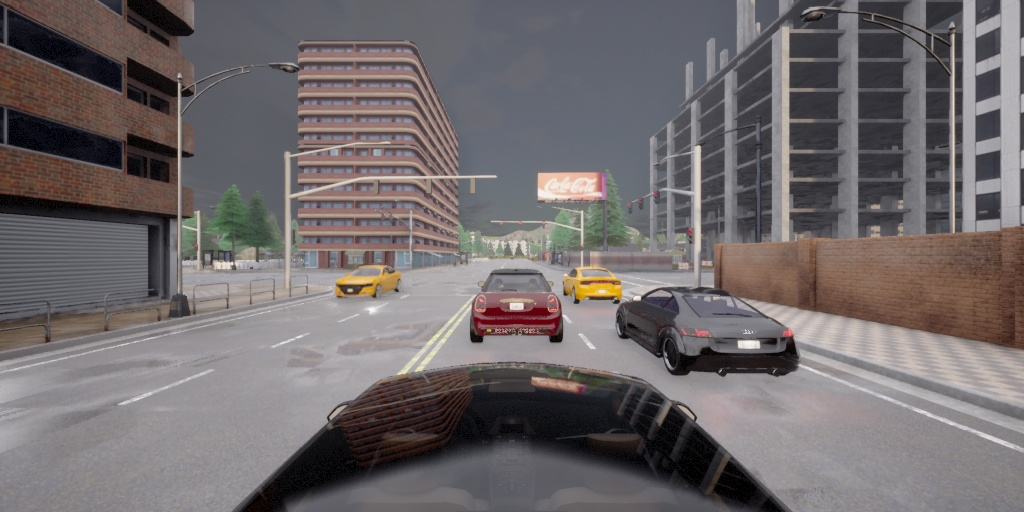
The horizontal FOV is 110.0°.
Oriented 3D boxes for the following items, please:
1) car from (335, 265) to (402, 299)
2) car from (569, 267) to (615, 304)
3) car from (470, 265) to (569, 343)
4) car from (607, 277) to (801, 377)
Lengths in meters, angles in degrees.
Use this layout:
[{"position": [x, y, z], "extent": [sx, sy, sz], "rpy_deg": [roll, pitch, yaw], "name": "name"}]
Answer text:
[{"position": [-7.100, 1.227, 18.233], "extent": [1.882, 1.535, 5.008], "rpy_deg": [0, 0, 0], "name": "car"}, {"position": [3.501, 1.228, 16.389], "extent": [1.882, 1.535, 5.008], "rpy_deg": [0, 0, 0], "name": "car"}, {"position": [0.101, 1.102, 9.862], "extent": [2.097, 1.767, 4.553], "rpy_deg": [0, 0, 0], "name": "car"}, {"position": [3.599, 1.314, 7.456], "extent": [1.994, 1.385, 4.181], "rpy_deg": [0, 0, 0], "name": "car"}]
